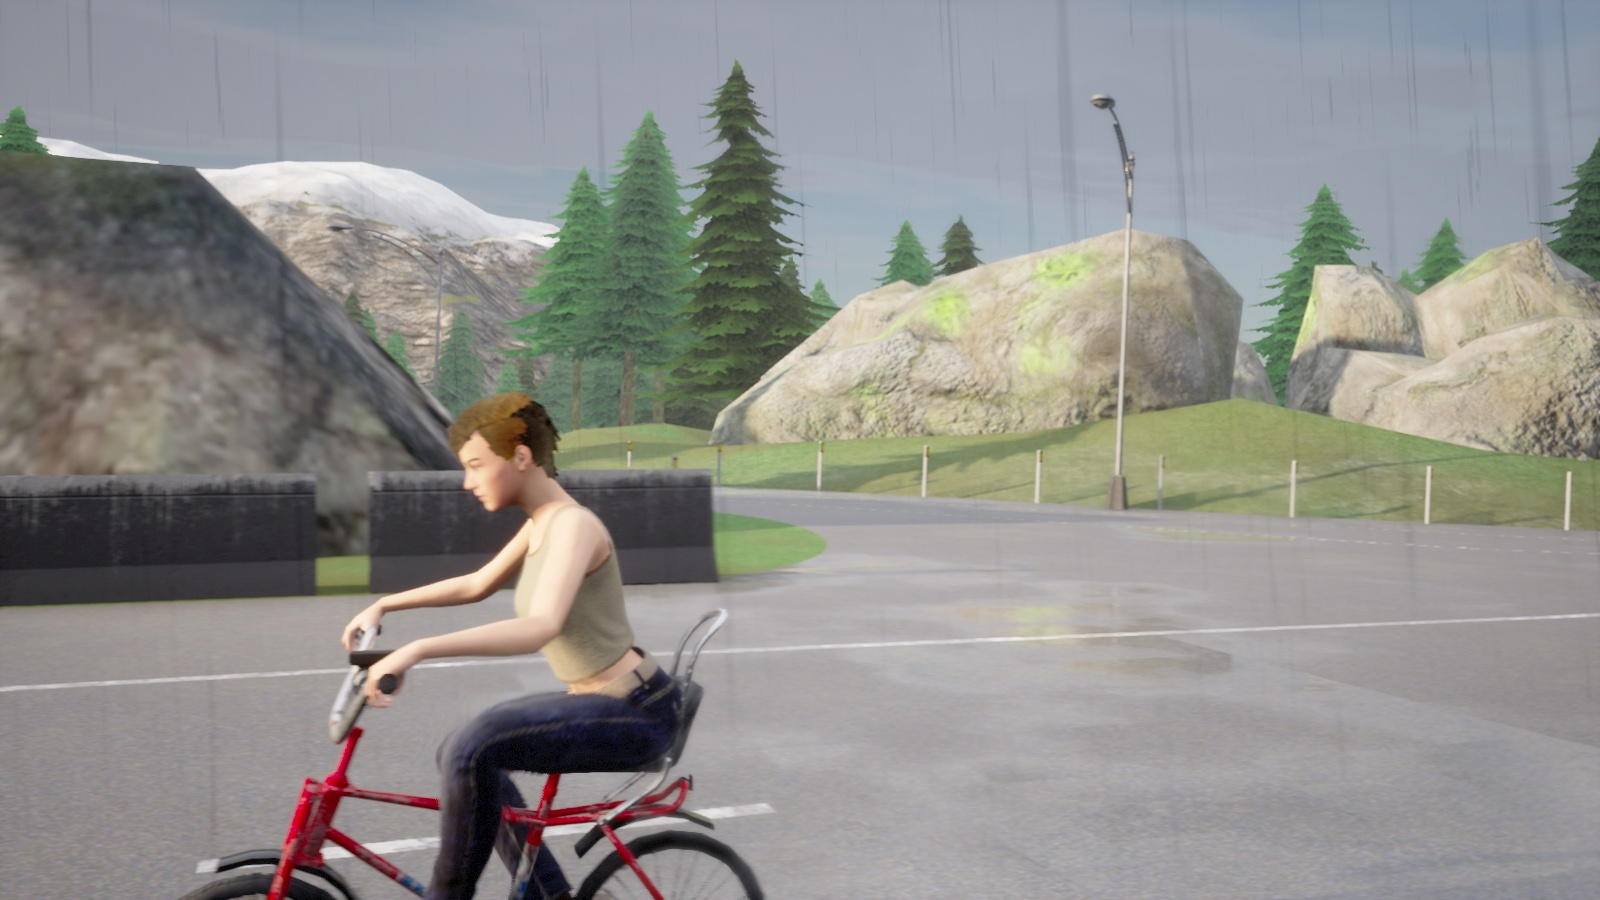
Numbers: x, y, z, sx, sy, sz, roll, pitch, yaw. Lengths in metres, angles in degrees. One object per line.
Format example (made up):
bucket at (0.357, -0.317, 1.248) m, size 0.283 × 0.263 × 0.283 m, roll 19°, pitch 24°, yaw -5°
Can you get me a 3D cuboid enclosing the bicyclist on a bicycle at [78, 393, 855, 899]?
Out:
bicyclist on a bicycle at (-0.739, 0.686, 2.951) m, size 1.509 × 1.612 × 0.866 m, roll -1°, pitch 1°, yaw -21°
